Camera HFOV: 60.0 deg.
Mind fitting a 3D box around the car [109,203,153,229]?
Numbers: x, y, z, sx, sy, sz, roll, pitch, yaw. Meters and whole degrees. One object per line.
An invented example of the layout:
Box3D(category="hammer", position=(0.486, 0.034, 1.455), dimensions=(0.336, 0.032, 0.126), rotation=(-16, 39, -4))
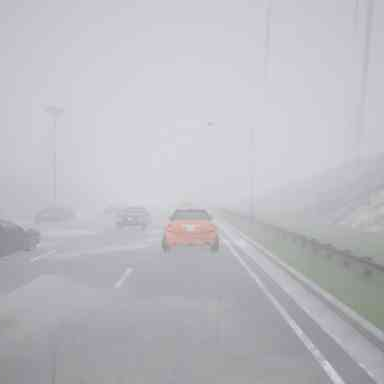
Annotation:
Box3D(category="car", position=(-3.740, 1.643, 22.206), dimensions=(2.033, 1.411, 5.357), rotation=(0, 0, -1))

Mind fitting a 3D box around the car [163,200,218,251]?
Box3D(category="car", position=(-0.081, 1.408, 14.447), dimensions=(2.097, 1.767, 4.553), rotation=(0, 0, -1))

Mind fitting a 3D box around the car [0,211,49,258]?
Box3D(category="car", position=(-6.994, 1.607, 11.124), dimensions=(2.033, 1.411, 5.357), rotation=(0, 0, -1))

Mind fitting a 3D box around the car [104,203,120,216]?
Box3D(category="car", position=(-7.492, 1.751, 34.026), dimensions=(1.895, 1.301, 4.718), rotation=(0, 0, -1))

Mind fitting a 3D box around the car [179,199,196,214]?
Box3D(category="car", position=(-0.603, 1.632, 39.427), dimensions=(1.882, 1.535, 5.008), rotation=(0, 0, -1))

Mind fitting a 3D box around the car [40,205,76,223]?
Box3D(category="car", position=(-10.836, 1.693, 26.640), dimensions=(1.994, 1.385, 4.181), rotation=(0, 0, -1))
